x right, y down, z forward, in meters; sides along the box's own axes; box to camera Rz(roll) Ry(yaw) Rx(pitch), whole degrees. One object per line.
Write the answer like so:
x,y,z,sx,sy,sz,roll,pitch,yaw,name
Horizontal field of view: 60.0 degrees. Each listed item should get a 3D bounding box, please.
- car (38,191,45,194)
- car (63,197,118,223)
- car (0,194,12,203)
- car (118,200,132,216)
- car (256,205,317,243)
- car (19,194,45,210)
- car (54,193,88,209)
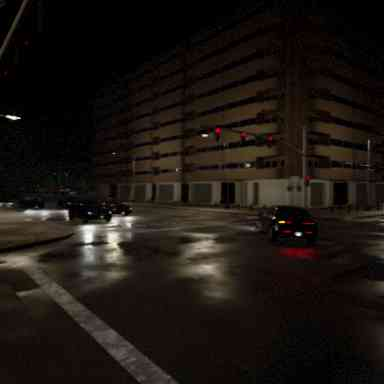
-24.870,1.038,51.909,1.812,1.442,4.674,0,0,-37,car
-7.189,1.295,23.199,1.812,1.442,4.674,0,1,-38,car
-30.217,1.040,53.173,2.033,1.411,5.357,0,0,-38,car
-7.151,1.283,28.875,2.033,1.411,5.357,0,0,-38,car
4.312,1.389,15.568,1.837,1.490,4.892,2,1,2,car
-17.765,1.237,36.893,1.895,1.301,4.718,0,0,-38,car
-13.744,1.178,37.413,1.812,1.442,4.674,0,0,-38,car
